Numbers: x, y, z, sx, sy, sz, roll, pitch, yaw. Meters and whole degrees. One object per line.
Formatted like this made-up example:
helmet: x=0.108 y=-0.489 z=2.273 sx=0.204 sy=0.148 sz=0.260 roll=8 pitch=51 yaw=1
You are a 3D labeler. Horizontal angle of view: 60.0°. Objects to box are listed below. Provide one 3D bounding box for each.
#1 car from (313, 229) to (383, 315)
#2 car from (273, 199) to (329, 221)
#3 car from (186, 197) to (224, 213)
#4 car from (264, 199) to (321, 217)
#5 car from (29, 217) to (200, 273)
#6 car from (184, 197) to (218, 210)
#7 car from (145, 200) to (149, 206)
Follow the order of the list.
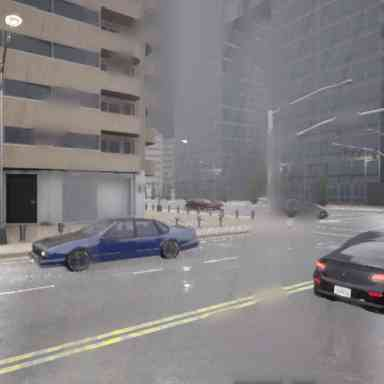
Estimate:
car: x=4.440 y=1.526 z=6.982 sx=4.674 sy=1.442 sz=1.812 roll=0 pitch=0 yaw=-35
car: x=8.823 y=1.515 z=26.988 sx=1.994 sy=1.385 sz=4.181 roll=0 pitch=0 yaw=-36
car: x=1.461 y=1.422 z=37.115 sx=1.882 sy=1.535 sz=5.008 roll=0 pitch=0 yaw=-35
car: x=9.552 y=1.436 z=31.902 sx=2.128 sy=1.511 sz=4.902 roll=0 pitch=0 yaw=-36
car: x=-2.292 y=1.547 z=10.895 sx=5.357 sy=1.411 sz=2.033 roll=0 pitch=0 yaw=-35
car: x=1.090 y=1.448 z=43.695 sx=1.837 sy=1.490 sz=4.892 roll=0 pitch=0 yaw=-35
car: x=-8.317 y=1.470 z=51.010 sx=1.812 sy=1.442 sz=4.674 roll=0 pitch=0 yaw=-35
